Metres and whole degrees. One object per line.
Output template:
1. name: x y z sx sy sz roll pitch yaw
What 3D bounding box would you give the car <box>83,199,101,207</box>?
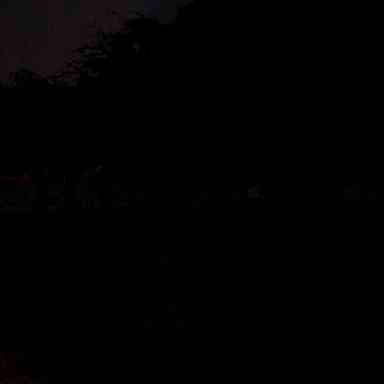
1. car: -19.020 2.002 64.498 1.812 1.442 4.674 2 1 31

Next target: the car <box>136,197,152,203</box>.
1. car: -11.003 1.858 78.213 2.033 1.411 5.357 2 1 29
